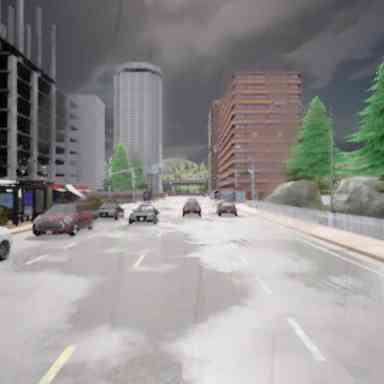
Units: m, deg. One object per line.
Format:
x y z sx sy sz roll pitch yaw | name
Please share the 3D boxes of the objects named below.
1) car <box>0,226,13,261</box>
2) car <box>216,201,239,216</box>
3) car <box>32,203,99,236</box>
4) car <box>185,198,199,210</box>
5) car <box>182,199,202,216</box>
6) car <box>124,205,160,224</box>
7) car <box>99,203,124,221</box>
-7.101 1.563 9.776 1.812 1.442 4.674 0 0 0 | car
3.498 1.650 33.760 1.812 1.442 4.674 0 0 0 | car
-7.097 1.422 18.786 2.097 1.767 4.553 0 0 0 | car
0.030 1.674 45.864 1.837 1.490 4.892 0 0 1 | car
0.001 1.726 33.836 1.895 1.301 4.718 0 0 0 | car
-3.507 1.694 25.092 1.994 1.385 4.181 0 0 0 | car
-7.075 1.671 28.711 1.994 1.385 4.181 0 0 0 | car
